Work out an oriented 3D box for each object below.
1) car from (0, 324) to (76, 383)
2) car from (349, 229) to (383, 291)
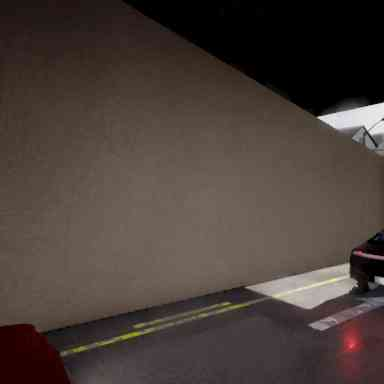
[{"bbox_3d":[-3.014,1.601,1.675,4.718,1.301,1.895,0,0,-35],"label":"car"},{"bbox_3d":[5.641,1.492,7.796,4.902,1.511,2.128,0,0,-35],"label":"car"}]
